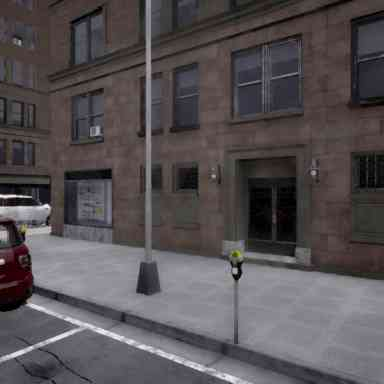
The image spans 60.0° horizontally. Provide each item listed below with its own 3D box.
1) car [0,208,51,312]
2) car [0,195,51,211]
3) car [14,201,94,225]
[{"bbox_3d":[-5.066,1.315,6.408,5.009,1.841,2.192,0,0,35],"label":"car"},{"bbox_3d":[-10.334,1.189,19.569,2.150,2.045,5.566,0,0,34],"label":"car"},{"bbox_3d":[-10.244,1.502,25.168,2.033,1.411,5.357,0,0,36],"label":"car"}]
